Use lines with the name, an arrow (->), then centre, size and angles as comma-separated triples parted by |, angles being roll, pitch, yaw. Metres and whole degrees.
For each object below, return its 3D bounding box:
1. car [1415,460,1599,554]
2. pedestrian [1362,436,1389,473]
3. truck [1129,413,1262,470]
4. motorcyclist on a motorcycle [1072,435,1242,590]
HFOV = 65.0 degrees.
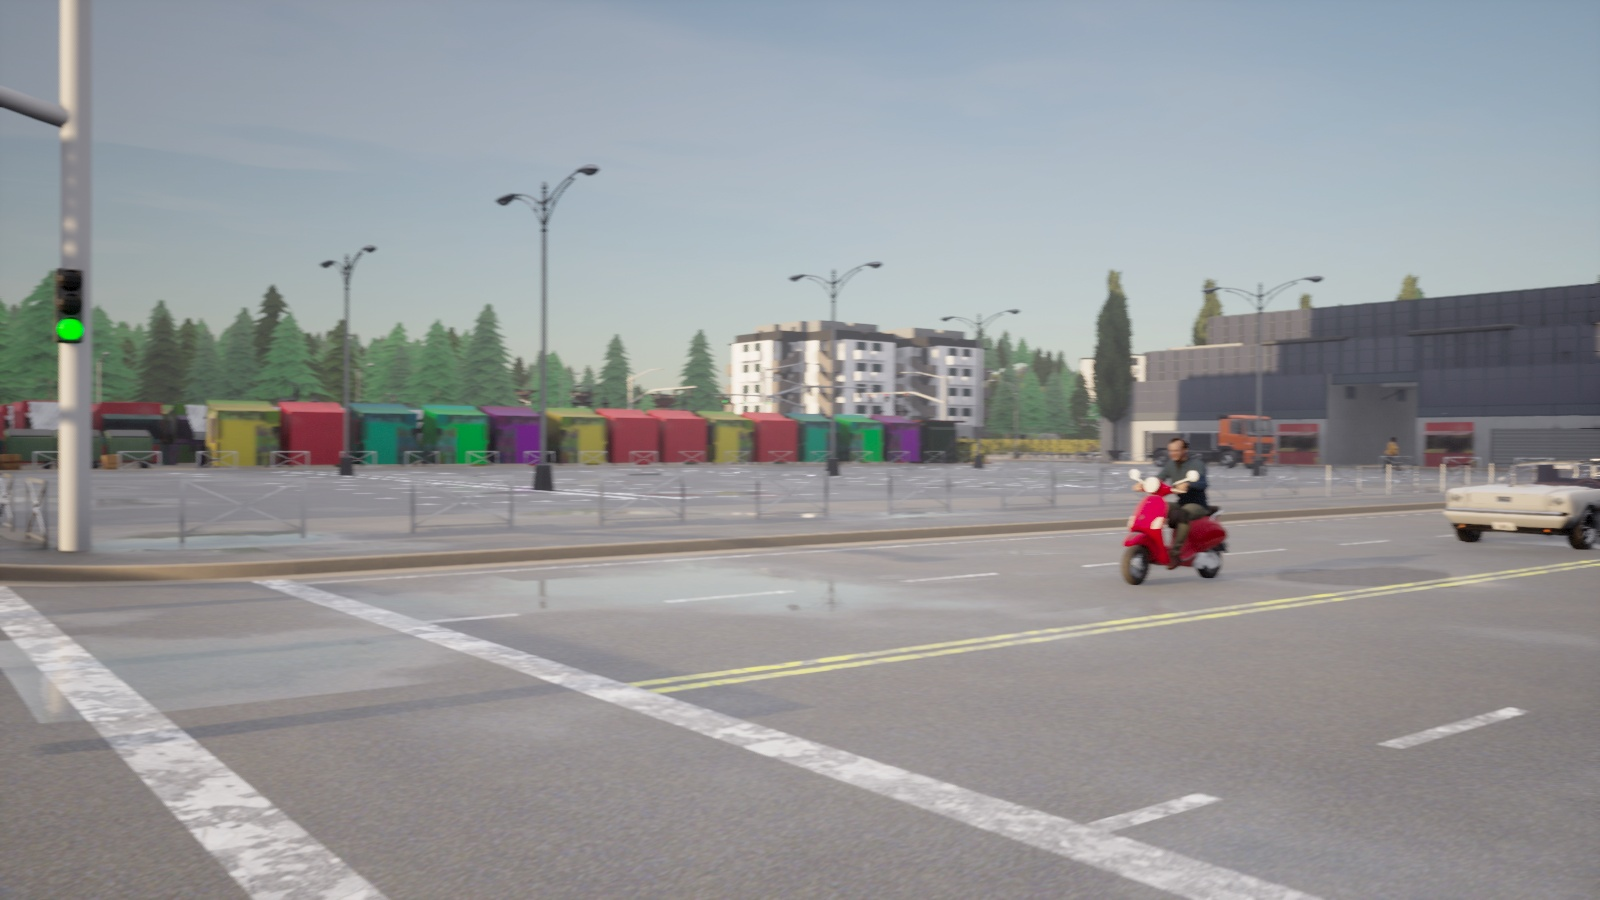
car -> 11.912, 0.824, 20.045 | 4.718, 1.301, 1.895 | 0, 0, -38
pedestrian -> 28.853, 0.226, 62.979 | 0.874, 1.855, 0.900 | 0, 0, -36
truck -> 25.172, -0.546, 80.329 | 2.891, 3.462, 7.936 | 0, 0, -36
motorcyclist on a motorcycle -> 3.934, 0.663, 13.787 | 1.817, 1.590, 0.866 | 2, -1, -38
